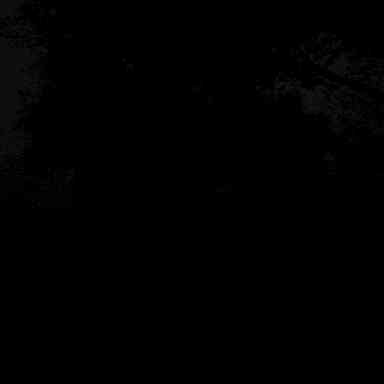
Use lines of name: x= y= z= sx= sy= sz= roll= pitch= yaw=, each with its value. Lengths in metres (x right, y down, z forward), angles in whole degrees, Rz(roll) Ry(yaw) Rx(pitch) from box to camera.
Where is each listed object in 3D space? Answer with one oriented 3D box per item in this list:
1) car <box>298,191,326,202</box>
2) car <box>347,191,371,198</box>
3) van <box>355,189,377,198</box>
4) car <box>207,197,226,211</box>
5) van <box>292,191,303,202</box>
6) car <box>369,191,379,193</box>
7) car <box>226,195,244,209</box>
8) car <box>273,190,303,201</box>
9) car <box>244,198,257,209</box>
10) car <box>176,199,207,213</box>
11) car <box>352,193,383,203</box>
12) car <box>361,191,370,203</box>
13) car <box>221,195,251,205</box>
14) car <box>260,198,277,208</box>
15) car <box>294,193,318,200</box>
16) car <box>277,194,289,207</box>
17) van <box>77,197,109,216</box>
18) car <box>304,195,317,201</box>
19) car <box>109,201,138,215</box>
car: x=23.214 y=0.767 z=64.468 sx=5.566 sy=2.045 sz=2.150 roll=-1 pitch=1 yaw=-33
car: x=40.707 y=0.623 z=81.270 sx=2.231 sy=1.521 sz=4.892 roll=-1 pitch=1 yaw=-33
van: x=43.129 y=0.344 z=82.686 sx=1.878 sy=1.987 sz=4.442 roll=-1 pitch=1 yaw=-33
car: x=1.525 y=1.529 z=40.664 sx=2.097 sy=1.535 sz=5.008 roll=-1 pitch=1 yaw=-33
van: x=13.272 y=1.116 z=48.049 sx=1.878 sy=1.987 sz=4.442 roll=-1 pitch=1 yaw=-33
car: x=29.576 y=1.082 z=58.618 sx=2.097 sy=1.535 sz=5.008 roll=-1 pitch=1 yaw=-33
car: x=3.876 y=1.366 z=42.137 sx=2.185 sy=1.767 sz=4.553 roll=-1 pitch=1 yaw=-33
car: x=19.434 y=0.744 z=67.692 sx=2.435 sy=2.045 sz=5.566 roll=-1 pitch=1 yaw=-33
car: x=6.196 y=1.493 z=43.664 sx=2.002 sy=1.452 sz=4.674 roll=-1 pitch=1 yaw=-33
car: x=-0.818 y=1.569 z=39.178 sx=2.231 sy=1.521 sz=4.892 roll=-1 pitch=1 yaw=-33
car: x=31.914 y=1.045 z=60.115 sx=2.097 sy=1.535 sz=5.008 roll=-1 pitch=1 yaw=-33
car: x=27.239 y=1.120 z=57.121 sx=2.231 sy=1.521 sz=4.892 roll=-1 pitch=1 yaw=-33
car: x=7.243 y=1.304 z=54.302 sx=4.892 sy=1.490 sz=1.837 roll=0 pitch=1 yaw=-32
car: x=8.532 y=1.415 z=45.162 sx=2.097 sy=1.535 sz=5.008 roll=-1 pitch=1 yaw=-33
car: x=24.174 y=0.961 z=70.693 sx=2.002 sy=1.452 sz=4.674 roll=-1 pitch=1 yaw=-33
car: x=10.872 y=1.418 z=46.658 sx=2.002 sy=1.452 sz=4.674 roll=-1 pitch=1 yaw=-33
van: x=-10.228 y=1.497 z=33.285 sx=1.878 sy=1.987 sz=4.442 roll=-1 pitch=1 yaw=-33
car: x=17.870 y=1.296 z=51.167 sx=2.163 sy=1.488 sz=4.792 roll=-1 pitch=1 yaw=-33
car: x=-7.811 y=1.714 z=34.661 sx=2.163 sy=1.488 sz=4.792 roll=-1 pitch=1 yaw=-33
